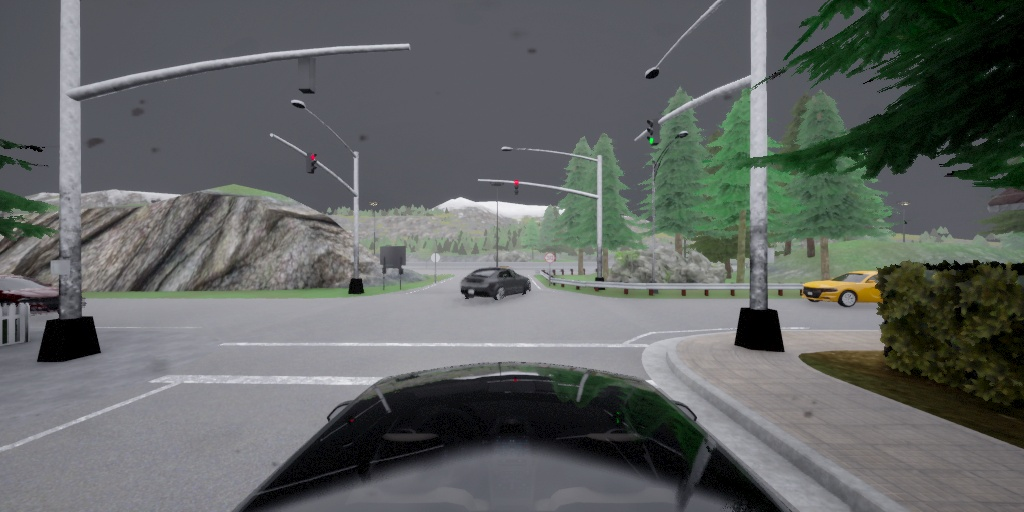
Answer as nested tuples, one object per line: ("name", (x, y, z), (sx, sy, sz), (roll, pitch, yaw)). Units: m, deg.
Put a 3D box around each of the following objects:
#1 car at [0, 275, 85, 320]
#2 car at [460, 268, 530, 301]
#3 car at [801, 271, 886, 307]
("car", (-18.218, 1.419, 12.642), (5.008, 1.535, 1.882), (0, 0, 0))
("car", (-0.693, 1.332, 18.043), (1.837, 1.490, 4.892), (3, 1, 28))
("car", (15.955, 1.419, 16.176), (5.008, 1.535, 1.882), (0, 0, 0))
